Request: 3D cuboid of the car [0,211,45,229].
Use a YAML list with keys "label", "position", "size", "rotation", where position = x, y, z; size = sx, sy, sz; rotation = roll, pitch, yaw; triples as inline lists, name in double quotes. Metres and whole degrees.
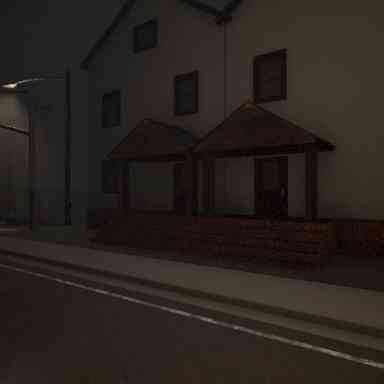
- label: "car"
  position: [-15.642, 2.488, 29.676]
  size: [2.128, 1.511, 4.902]
  rotation: [0, -9, 36]
